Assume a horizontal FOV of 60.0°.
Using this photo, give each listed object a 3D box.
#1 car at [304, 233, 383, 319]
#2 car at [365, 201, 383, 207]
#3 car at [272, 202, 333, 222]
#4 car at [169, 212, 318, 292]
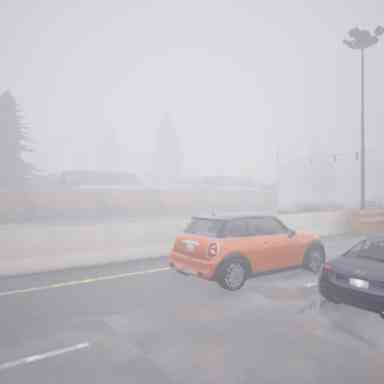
[{"bbox_3d":[4.563,1.574,7.001,4.181,1.385,1.994,0,0,-36],"label":"car"},{"bbox_3d":[14.414,1.529,27.112,4.902,1.511,2.128,0,0,-35],"label":"car"},{"bbox_3d":[9.321,1.580,27.809,5.357,1.411,2.033,0,0,-35],"label":"car"},{"bbox_3d":[1.685,1.361,9.247,4.553,1.767,2.097,0,0,-35],"label":"car"}]
